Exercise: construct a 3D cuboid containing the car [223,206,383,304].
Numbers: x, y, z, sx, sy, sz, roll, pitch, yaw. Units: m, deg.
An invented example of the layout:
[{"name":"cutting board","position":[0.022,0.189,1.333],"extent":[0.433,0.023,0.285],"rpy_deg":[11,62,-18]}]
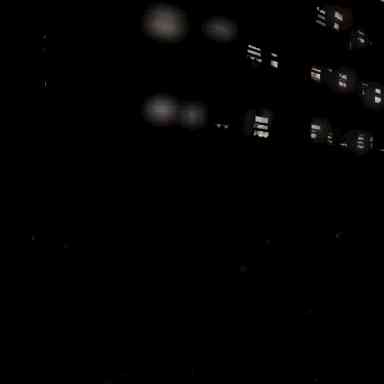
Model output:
[{"name":"car","position":[3.127,1.313,8.329],"extent":[5.009,1.841,2.192],"rpy_deg":[0,0,-35]}]
